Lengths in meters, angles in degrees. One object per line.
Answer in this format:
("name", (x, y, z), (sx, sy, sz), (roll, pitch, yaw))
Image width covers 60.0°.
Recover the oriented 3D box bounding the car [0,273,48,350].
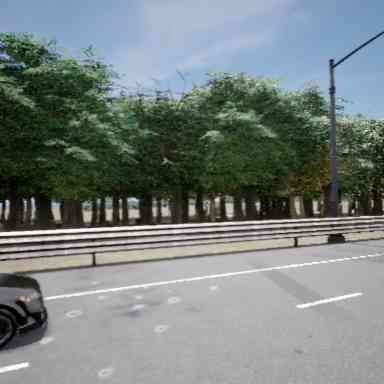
("car", (-4.626, 1.818, 5.386), (4.181, 1.385, 1.994), (0, -2, -28))
